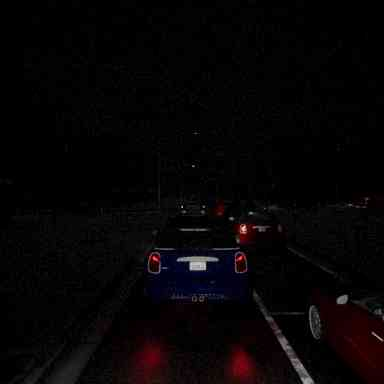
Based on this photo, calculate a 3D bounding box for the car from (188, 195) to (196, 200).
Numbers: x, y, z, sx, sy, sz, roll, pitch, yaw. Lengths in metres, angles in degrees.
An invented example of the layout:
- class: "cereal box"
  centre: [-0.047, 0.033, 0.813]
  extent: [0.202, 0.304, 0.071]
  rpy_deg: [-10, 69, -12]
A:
- class: "car"
  centre: [-0.031, 1.636, 81.652]
  extent: [2.128, 1.511, 4.902]
  rpy_deg: [0, 0, 0]

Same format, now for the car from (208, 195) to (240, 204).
- class: "car"
  centre: [2.616, 1.323, 25.162]
  extent: [2.192, 1.841, 5.009]
  rpy_deg: [-1, 0, 0]

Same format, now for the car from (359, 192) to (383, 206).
- class: "car"
  centre: [22.507, 0.764, 39.871]
  extent: [4.553, 1.767, 2.097]
  rpy_deg: [-1, 1, 0]

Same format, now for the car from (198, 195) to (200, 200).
- class: "car"
  centre: [2.602, 1.365, 56.930]
  extent: [2.192, 1.841, 5.009]
  rpy_deg: [-1, 0, 0]

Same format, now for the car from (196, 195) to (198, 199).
- class: "car"
  centre: [2.597, 1.653, 78.555]
  extent: [2.008, 1.369, 4.403]
  rpy_deg: [-1, 0, 0]

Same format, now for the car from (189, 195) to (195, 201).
- class: "car"
  centre: [-0.035, 1.668, 92.052]
  extent: [1.812, 1.442, 4.674]
  rpy_deg: [0, 0, 0]

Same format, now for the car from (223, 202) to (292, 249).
- class: "car"
  centre: [2.622, 1.441, 14.358]
  extent: [1.967, 1.590, 4.097]
  rpy_deg: [-1, 0, 0]

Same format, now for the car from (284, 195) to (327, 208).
- class: "car"
  centre: [13.555, 1.132, 39.866]
  extent: [4.892, 1.490, 1.837]
  rpy_deg: [-1, 1, 0]

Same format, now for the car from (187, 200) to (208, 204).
- class: "car"
  centre: [0.089, 1.573, 26.172]
  extent: [1.994, 1.385, 4.181]
  rpy_deg: [0, 0, 0]

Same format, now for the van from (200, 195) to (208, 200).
- class: "van"
  centre: [2.605, 1.381, 51.524]
  extent: [1.690, 1.788, 3.998]
  rpy_deg: [-1, 0, 0]

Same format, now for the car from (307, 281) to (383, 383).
- class: "car"
  centre: [2.628, 1.581, 3.553]
  extent: [1.802, 1.307, 4.206]
  rpy_deg: [-1, 0, 0]

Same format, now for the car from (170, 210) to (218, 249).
- class: "car"
  centre: [0.088, 1.602, 15.474]
  extent: [1.895, 1.301, 4.718]
  rpy_deg: [0, 0, 0]

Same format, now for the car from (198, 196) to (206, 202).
- class: "car"
  centre: [2.595, 1.663, 83.962]
  extent: [1.887, 1.381, 4.507]
  rpy_deg: [-1, 0, 0]

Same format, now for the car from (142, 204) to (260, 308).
- class: "car"
  centre: [0.066, 1.352, 8.106]
  extent: [2.097, 1.767, 4.553]
  rpy_deg: [0, 0, -1]

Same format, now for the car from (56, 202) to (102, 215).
- class: "car"
  centre: [-12.476, 1.826, 36.895]
  extent: [4.902, 1.511, 2.128]
  rpy_deg: [-2, 1, 1]
